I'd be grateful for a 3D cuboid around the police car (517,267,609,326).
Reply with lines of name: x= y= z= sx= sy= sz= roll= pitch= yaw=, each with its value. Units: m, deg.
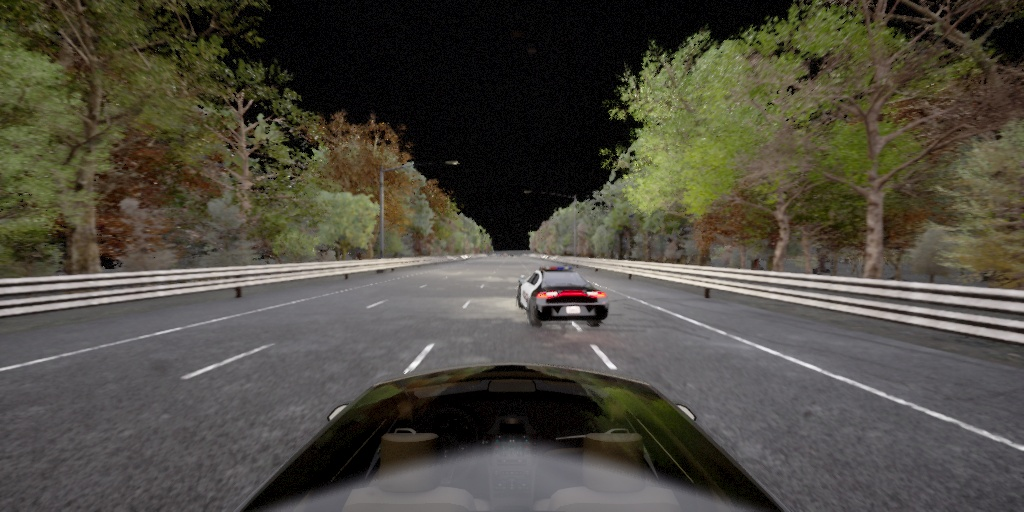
police car: x=1.309 y=1.120 z=11.295 sx=2.038 sy=1.542 sz=4.974 roll=0 pitch=1 yaw=-5
